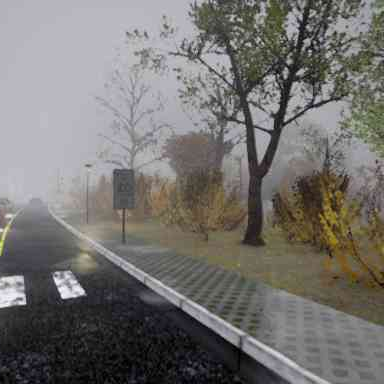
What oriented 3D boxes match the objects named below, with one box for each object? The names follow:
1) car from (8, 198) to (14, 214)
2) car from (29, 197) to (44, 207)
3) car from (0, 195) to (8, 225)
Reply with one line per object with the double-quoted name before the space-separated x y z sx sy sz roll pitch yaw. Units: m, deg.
"car" -20.081 1.377 35.160 2.097 1.767 4.553 0 0 -25
"car" -25.163 1.582 53.811 1.882 1.535 5.008 0 0 -23
"car" -14.347 1.194 23.231 2.150 2.045 5.566 0 1 -27
